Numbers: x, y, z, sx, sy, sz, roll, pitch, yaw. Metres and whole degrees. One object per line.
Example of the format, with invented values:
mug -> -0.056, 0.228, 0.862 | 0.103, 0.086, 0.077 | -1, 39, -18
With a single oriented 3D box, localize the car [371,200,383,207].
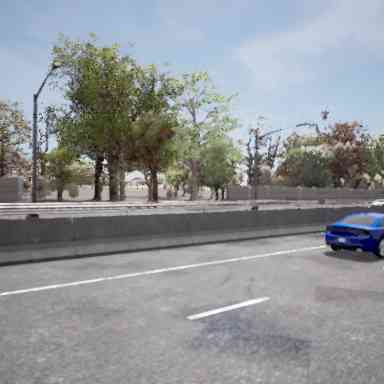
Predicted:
car -> 32.651, 2.055, 57.240 | 4.674, 1.442, 1.812 | 1, 0, -35

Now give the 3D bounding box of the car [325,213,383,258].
car -> 7.422, 1.590, 13.387 | 5.008, 1.535, 1.882 | 0, 0, -35
